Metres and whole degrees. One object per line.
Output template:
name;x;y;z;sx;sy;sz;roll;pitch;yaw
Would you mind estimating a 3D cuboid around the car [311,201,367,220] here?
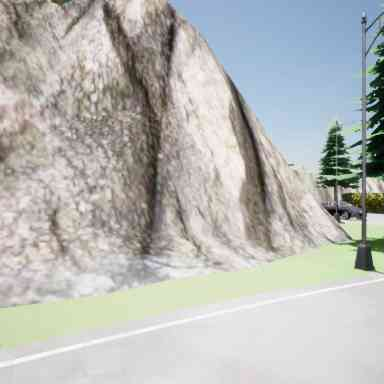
car;12.383;1.492;28.311;2.128;1.511;4.902;0;0;-26
